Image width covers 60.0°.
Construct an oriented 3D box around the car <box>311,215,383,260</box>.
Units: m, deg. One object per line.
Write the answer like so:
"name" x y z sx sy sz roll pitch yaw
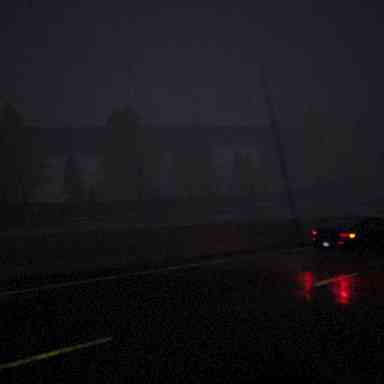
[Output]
"car" 6.426 1.585 12.640 4.674 1.442 1.812 0 0 -36
